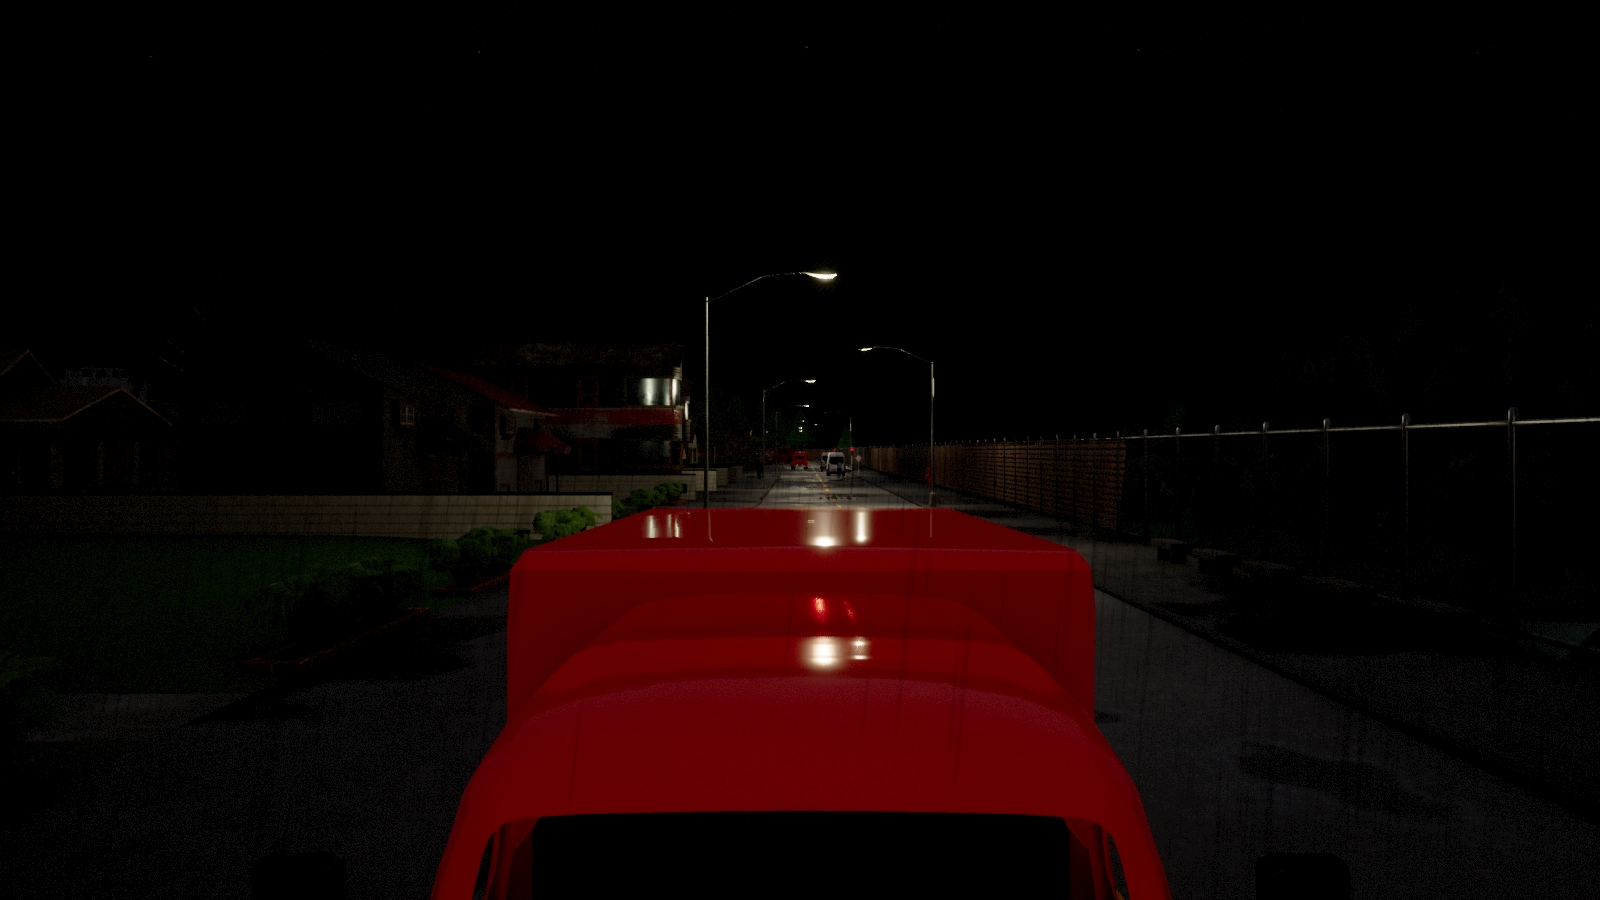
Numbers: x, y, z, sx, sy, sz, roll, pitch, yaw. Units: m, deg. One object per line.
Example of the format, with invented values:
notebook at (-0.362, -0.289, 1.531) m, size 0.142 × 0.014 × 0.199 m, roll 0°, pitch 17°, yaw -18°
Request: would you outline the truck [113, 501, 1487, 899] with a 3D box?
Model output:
truck at (0.000, 1.568, 4.789) m, size 2.627 × 2.467 × 5.204 m, roll 0°, pitch 0°, yaw 0°
